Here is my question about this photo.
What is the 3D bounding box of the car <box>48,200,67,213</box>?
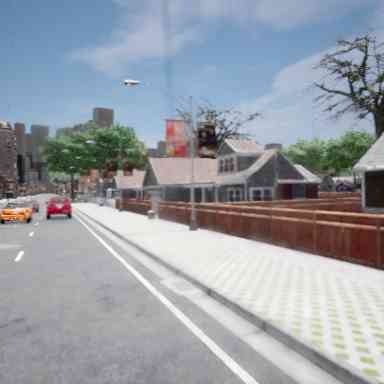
[{"bbox_3d":[-17.105,1.831,42.228,2.033,1.411,5.357,-1,0,-23],"label":"car"}]

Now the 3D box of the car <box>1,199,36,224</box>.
[{"bbox_3d":[-14.468,1.605,27.729,2.097,1.767,4.553,-1,0,-23],"label":"car"}]

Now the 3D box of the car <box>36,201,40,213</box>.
[{"bbox_3d":[-20.491,1.700,42.126,2.097,1.767,4.553,-1,0,-23],"label":"car"}]

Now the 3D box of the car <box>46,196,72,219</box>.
[{"bbox_3d":[-12.685,1.435,31.819,2.150,2.045,5.566,-1,0,-22],"label":"car"}]
